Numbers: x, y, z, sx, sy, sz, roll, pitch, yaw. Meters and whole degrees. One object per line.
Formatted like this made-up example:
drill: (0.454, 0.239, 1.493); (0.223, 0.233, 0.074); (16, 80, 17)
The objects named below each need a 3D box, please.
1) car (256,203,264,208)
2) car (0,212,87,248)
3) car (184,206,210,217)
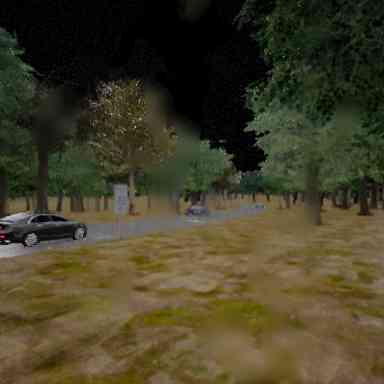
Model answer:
car: (18.250, 3.626, 89.554); (1.994, 1.385, 4.181); (1, -1, 12)
car: (-7.275, 1.743, 16.276); (1.837, 1.490, 4.892); (1, -1, 25)
car: (0.782, 2.456, 42.989); (2.033, 1.411, 5.357); (1, -1, 21)
